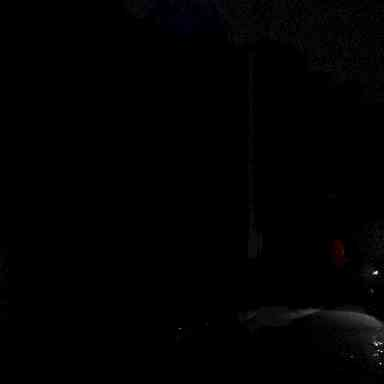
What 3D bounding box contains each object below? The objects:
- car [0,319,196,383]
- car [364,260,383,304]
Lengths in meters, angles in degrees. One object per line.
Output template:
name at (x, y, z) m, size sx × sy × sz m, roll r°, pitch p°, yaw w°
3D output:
car at (-2.384, 1.542, 1.400) m, size 5.357 × 1.411 × 2.033 m, roll 0°, pitch 0°, yaw -35°
car at (5.435, 1.592, 6.854) m, size 4.181 × 1.385 × 1.994 m, roll 0°, pitch 0°, yaw -34°
